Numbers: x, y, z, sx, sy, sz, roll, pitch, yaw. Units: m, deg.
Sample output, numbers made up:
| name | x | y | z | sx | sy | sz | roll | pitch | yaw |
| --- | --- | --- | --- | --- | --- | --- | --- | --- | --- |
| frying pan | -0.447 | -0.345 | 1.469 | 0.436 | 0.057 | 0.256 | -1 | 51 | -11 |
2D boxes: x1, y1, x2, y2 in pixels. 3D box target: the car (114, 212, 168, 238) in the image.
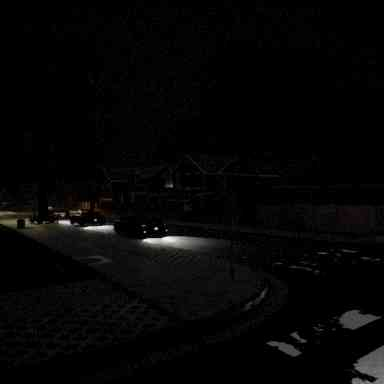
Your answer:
| name | x | y | z | sx | sy | sz | roll | pitch | yaw |
| --- | --- | --- | --- | --- | --- | --- | --- | --- | --- |
| car | -3.217 | 1.954 | 20.539 | 1.994 | 1.385 | 4.181 | 0 | -1 | -36 |

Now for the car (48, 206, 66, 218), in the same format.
| name | x | y | z | sx | sy | sz | roll | pitch | yaw |
| --- | --- | --- | --- | --- | --- | --- | --- | --- | --- |
| car | -14.990 | 2.270 | 37.022 | 2.128 | 1.511 | 4.902 | 0 | -1 | -35 |

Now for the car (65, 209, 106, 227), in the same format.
| name | x | y | z | sx | sy | sz | roll | pitch | yaw |
| --- | --- | --- | --- | --- | --- | --- | --- | --- | --- |
| car | -9.024 | 2.150 | 28.634 | 1.994 | 1.385 | 4.181 | 0 | -1 | -37 |
